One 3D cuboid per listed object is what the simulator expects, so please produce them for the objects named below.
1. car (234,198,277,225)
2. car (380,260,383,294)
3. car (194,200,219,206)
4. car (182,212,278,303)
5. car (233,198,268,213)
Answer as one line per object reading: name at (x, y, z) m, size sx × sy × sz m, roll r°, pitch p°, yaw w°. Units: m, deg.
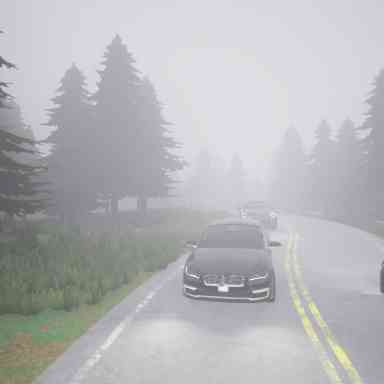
car at (3.856, 1.270, 20.360) m, size 2.097 × 1.767 × 4.553 m, roll -1°, pitch 0°, yaw 5°
car at (4.489, 1.309, 4.638) m, size 2.097 × 1.767 × 4.553 m, roll -1°, pitch 0°, yaw 8°
car at (1.875, 1.799, 44.853) m, size 1.812 × 1.442 × 4.674 m, roll 3°, pitch -5°, yaw -35°
car at (1.083, 1.496, 8.405) m, size 1.837 × 1.490 × 4.892 m, roll -1°, pitch 0°, yaw 12°
car at (6.168, 1.411, 35.732) m, size 1.837 × 1.490 × 4.892 m, roll 2°, pitch -1°, yaw -16°
